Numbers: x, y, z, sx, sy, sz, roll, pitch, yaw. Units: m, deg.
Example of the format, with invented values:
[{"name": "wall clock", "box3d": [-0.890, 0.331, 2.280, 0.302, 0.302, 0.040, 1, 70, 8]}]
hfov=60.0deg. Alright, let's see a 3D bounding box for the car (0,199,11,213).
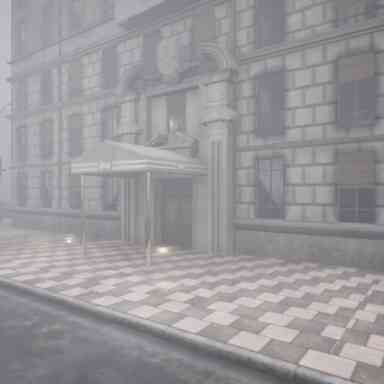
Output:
[{"name": "car", "box3d": [-18.918, 1.564, 33.388, 1.994, 1.385, 4.181, 0, 0, 35]}]
